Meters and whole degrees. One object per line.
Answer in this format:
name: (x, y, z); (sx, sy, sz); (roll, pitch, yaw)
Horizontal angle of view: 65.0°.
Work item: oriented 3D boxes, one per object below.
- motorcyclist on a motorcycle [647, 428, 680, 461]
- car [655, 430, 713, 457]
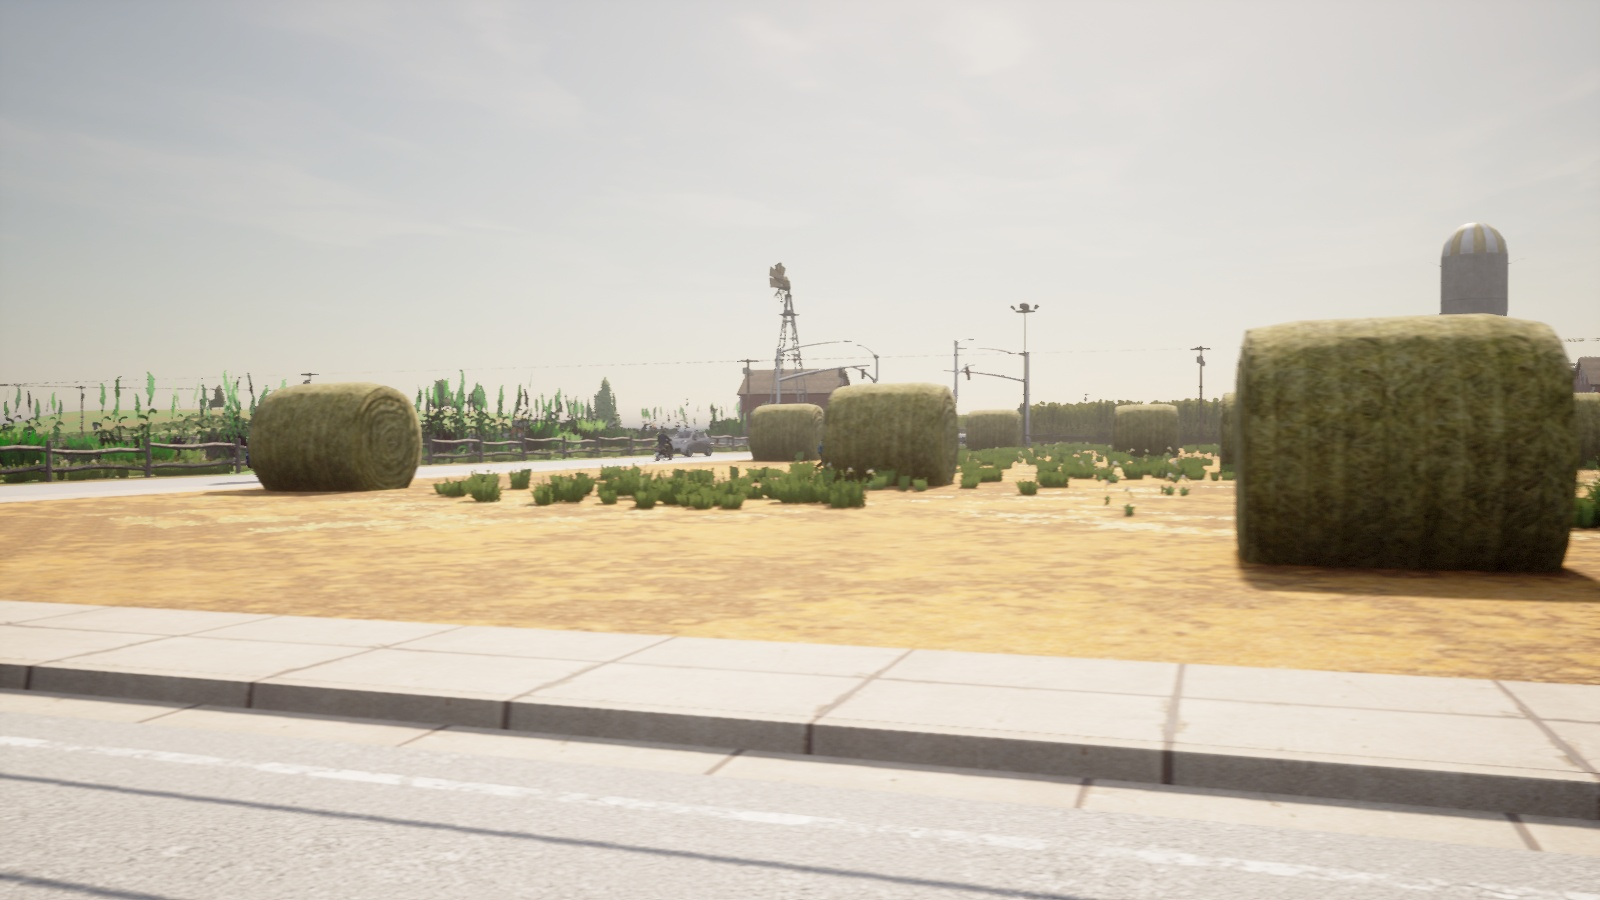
motorcyclist on a motorcycle: (-6.733, -0.273, 61.988); (0.866, 1.590, 1.817); (1, 1, 21)
car: (-6.602, -0.371, 71.922); (1.845, 1.501, 3.633); (1, 1, 21)
